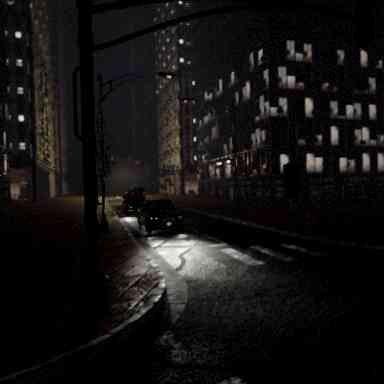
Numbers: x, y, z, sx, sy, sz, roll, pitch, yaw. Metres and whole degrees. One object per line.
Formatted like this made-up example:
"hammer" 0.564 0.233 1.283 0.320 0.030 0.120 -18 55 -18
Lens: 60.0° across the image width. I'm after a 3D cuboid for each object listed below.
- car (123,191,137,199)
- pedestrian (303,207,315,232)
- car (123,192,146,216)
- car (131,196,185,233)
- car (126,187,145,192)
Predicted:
"car" -11.425 0.488 60.790 1.994 1.385 4.181 -2 1 -16
"pedestrian" 5.039 1.134 14.251 0.500 1.100 0.500 -1 1 -16
"car" -4.631 1.047 27.540 1.837 1.490 4.892 -2 1 -16
"car" -1.771 1.190 17.893 2.128 1.511 4.902 -2 1 -16
"car" -8.376 0.313 50.519 2.150 2.045 5.566 -2 1 -16
